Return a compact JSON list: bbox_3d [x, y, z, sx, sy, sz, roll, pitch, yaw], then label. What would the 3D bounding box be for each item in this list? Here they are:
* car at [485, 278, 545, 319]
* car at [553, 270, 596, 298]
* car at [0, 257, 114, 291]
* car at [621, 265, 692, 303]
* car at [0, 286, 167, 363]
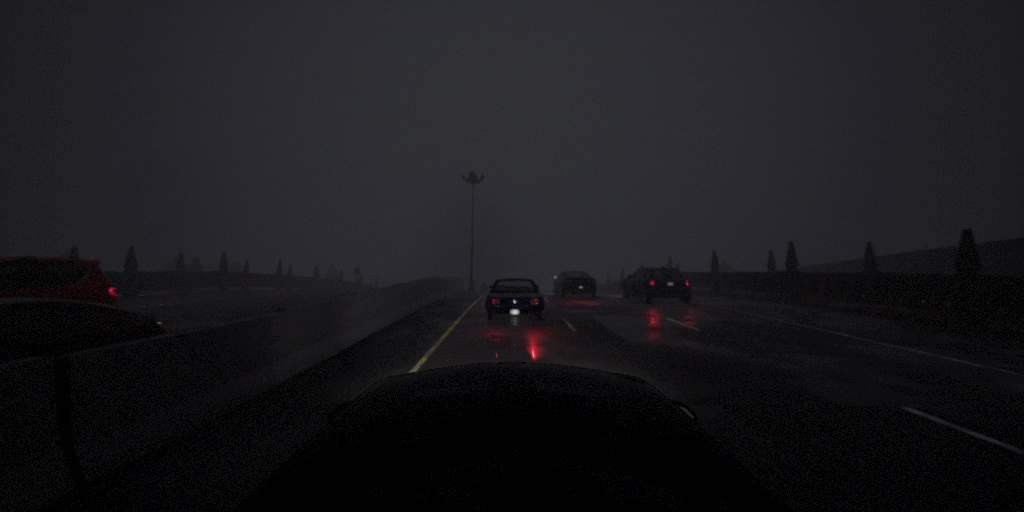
[{"bbox_3d":[0.092,1.479,13.354,1.895,1.301,4.718,0,-1,0],"label":"car"},{"bbox_3d":[3.585,1.596,21.103,1.882,1.535,5.008,0,-3,0],"label":"car"},{"bbox_3d":[-10.598,1.023,6.321,2.150,2.045,5.566,0,-1,0],"label":"car"},{"bbox_3d":[7.088,1.347,18.154,2.097,1.767,4.553,0,-2,0],"label":"car"},{"bbox_3d":[-7.097,1.307,4.510,1.812,1.442,4.674,0,-1,0],"label":"car"}]
